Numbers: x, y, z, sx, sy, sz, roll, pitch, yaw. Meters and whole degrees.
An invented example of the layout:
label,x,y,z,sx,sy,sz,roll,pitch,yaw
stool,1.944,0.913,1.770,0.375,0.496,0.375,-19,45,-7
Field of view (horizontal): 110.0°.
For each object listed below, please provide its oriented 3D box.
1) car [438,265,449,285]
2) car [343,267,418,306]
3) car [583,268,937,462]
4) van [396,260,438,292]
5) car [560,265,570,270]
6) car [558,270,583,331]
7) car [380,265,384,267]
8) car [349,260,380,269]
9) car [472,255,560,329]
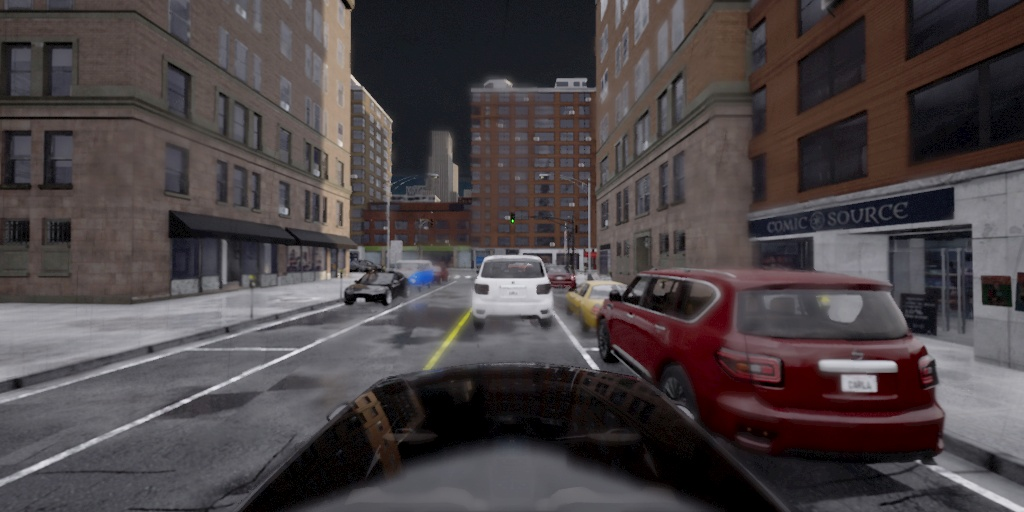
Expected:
label,x,y,z,sx,sy,sz,roll,pitch,yaw
car,-5.902,1.370,27.065,1.888,1.381,4.507,0,0,0
car,-5.882,1.356,16.101,1.948,1.339,4.313,0,0,0
car,2.663,1.073,5.149,2.192,1.841,5.009,0,0,0
van,-5.892,1.148,21.583,1.690,1.789,3.998,0,0,0
car,2.634,1.247,21.597,1.967,1.591,4.097,0,0,0
car,2.653,1.299,10.802,1.751,1.417,4.829,0,0,0
car,-17.867,1.236,43.203,4.892,1.490,1.837,0,-1,0
car,-18.061,1.235,39.953,5.357,1.411,2.033,0,-1,0
car,0.007,0.998,11.493,2.150,2.045,5.566,0,0,0
